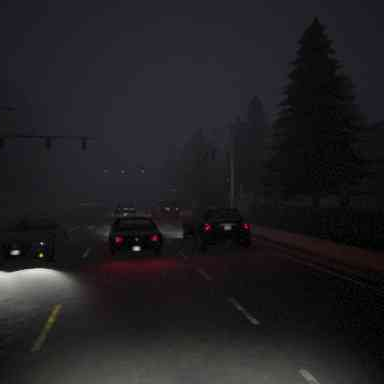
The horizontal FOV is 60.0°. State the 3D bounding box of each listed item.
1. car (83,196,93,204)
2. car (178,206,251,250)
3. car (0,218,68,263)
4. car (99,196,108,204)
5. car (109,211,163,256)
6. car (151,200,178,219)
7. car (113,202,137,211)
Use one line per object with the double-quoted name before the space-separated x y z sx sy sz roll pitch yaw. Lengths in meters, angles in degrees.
"car" -23.525 1.762 75.188 2.097 1.767 4.553 0 0 -16
"car" 0.927 1.406 14.892 2.097 1.767 4.553 0 0 -12
"car" -5.726 1.639 11.953 1.994 1.385 4.181 0 0 -12
"car" -20.619 1.757 77.512 2.097 1.767 4.553 0 0 -16
"car" -2.374 1.666 13.618 1.895 1.301 4.718 0 0 -12
"car" -2.487 1.481 30.140 2.097 1.767 4.553 0 0 -12
"car" -5.973 1.637 29.703 2.128 1.511 4.902 0 0 -12
